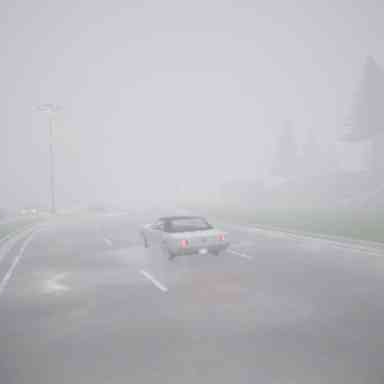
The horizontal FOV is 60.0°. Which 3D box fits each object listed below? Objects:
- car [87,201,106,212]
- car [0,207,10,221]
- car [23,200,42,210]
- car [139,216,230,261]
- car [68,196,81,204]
[{"bbox_3d":[-11.801,1.740,41.478,1.895,1.301,4.718,-2,0,-10],"label":"car"},{"bbox_3d":[-18.104,2.001,29.618,2.033,1.411,5.357,-2,0,-9],"label":"car"},{"bbox_3d":[-25.759,2.090,53.785,1.812,1.442,4.674,-2,1,-9],"label":"car"},{"bbox_3d":[-0.539,1.533,12.187,1.895,1.301,4.718,-2,0,-23],"label":"car"},{"bbox_3d":[-25.208,1.694,71.155,2.097,1.767,4.553,-2,0,-10],"label":"car"}]
